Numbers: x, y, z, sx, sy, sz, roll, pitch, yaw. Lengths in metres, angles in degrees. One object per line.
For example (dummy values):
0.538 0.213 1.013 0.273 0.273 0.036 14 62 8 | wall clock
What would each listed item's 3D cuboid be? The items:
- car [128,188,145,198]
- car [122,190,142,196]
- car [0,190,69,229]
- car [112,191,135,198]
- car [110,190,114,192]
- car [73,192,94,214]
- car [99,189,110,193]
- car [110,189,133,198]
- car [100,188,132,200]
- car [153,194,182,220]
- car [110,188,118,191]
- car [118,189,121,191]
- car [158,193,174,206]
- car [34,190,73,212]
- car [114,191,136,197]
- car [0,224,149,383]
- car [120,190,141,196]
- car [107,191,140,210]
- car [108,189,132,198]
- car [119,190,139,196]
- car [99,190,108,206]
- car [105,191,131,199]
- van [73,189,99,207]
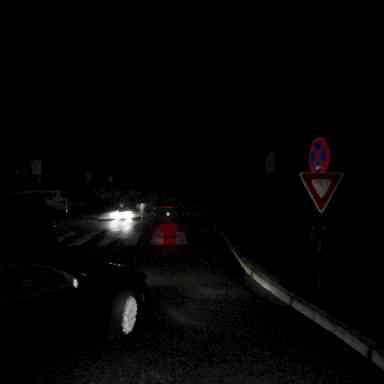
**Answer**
-8.079 0.527 49.776 1.812 1.442 4.674 0 1 -5 | car
-16.982 0.258 93.889 5.366 1.575 1.946 -1 0 -25 | car
-5.134 1.108 7.149 2.150 2.045 5.566 1 1 8 | car
-15.584 0.480 75.885 4.792 1.488 2.163 -1 1 -25 | car
-12.889 0.900 42.962 4.674 1.452 2.002 -1 1 -25 | car
-11.453 1.064 28.075 5.366 1.575 1.946 -1 1 -25 | car
-12.672 0.776 39.959 4.553 1.767 2.185 -1 1 -25 | car
-15.392 0.359 72.869 4.553 1.767 2.185 -1 1 -25 | car
-14.608 0.336 63.926 5.566 2.045 2.435 -1 1 -25 | car
-1.786 1.149 24.345 1.837 1.490 4.892 0 1 -4 | car
-13.106 0.692 45.960 4.553 1.767 2.185 -1 1 -25 | car
-13.354 0.652 48.951 4.553 1.767 2.185 -1 1 -25 | car
-3.404 0.921 43.544 2.033 1.411 5.357 0 1 -5 | car
-11.124 0.905 21.985 5.566 2.045 2.435 -1 1 -25 | car
-15.864 0.459 78.864 4.674 1.452 2.002 -1 0 -25 | car
-2.605 1.430 4.149 1.882 1.535 5.008 2 1 33 | car
-16.720 0.289 90.899 5.366 1.575 1.946 -1 0 -25 | car
-6.789 1.003 33.505 2.128 1.511 4.902 0 1 -5 | car
-15.143 0.393 69.878 4.553 1.767 2.185 -1 1 -25 | car
-16.636 0.327 87.830 4.892 1.521 2.231 -1 0 -25 | car
-12.379 0.943 36.972 5.008 1.535 2.097 -1 1 -25 | car
-14.860 0.592 66.897 4.674 1.452 2.002 -1 1 -25 | car
-12.241 0.762 33.924 4.442 1.987 1.878 -1 1 -25 | van
